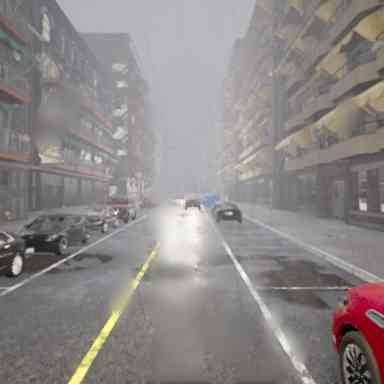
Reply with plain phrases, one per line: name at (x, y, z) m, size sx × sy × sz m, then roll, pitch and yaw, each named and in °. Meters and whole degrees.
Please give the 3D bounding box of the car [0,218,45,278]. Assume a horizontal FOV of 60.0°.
car at (-5.306, 1.520, 7.333) m, size 2.008 × 1.369 × 4.403 m, roll 1°, pitch 0°, yaw 0°

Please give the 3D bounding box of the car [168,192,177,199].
car at (-5.317, 0.959, 92.395) m, size 2.192 × 1.841 × 5.009 m, roll 1°, pitch 0°, yaw 0°

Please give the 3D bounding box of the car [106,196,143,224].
car at (-5.304, 1.216, 24.345) m, size 2.192 × 1.841 × 5.009 m, roll 1°, pitch 0°, yaw 0°

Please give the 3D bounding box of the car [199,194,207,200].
car at (2.569, 1.266, 81.084) m, size 1.802 × 1.307 × 4.206 m, roll 1°, pitch 0°, yaw 0°

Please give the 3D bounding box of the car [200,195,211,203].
car at (2.571, 1.272, 64.241) m, size 1.752 × 1.417 × 4.829 m, roll 1°, pitch 0°, yaw 0°

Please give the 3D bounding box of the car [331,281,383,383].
car at (2.577, 1.308, 1.692) m, size 2.192 × 1.841 × 5.009 m, roll 1°, pitch 0°, yaw 0°

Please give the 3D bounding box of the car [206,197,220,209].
car at (2.573, 1.429, 30.047) m, size 2.008 × 1.369 × 4.403 m, roll 1°, pitch 0°, yaw 0°

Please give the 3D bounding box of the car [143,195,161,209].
car at (-5.307, 1.274, 41.358) m, size 1.967 × 1.590 × 4.097 m, roll 1°, pitch 0°, yaw 0°

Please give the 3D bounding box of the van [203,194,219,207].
van at (2.575, 1.175, 41.388) m, size 1.690 × 1.788 × 3.998 m, roll 1°, pitch 0°, yaw 0°

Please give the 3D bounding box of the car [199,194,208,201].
car at (2.570, 1.230, 75.582) m, size 1.752 × 1.417 × 4.829 m, roll 1°, pitch 0°, yaw 0°

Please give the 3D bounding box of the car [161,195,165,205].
car at (-5.309, 1.394, 47.029) m, size 1.802 × 1.307 × 4.206 m, roll 1°, pitch 0°, yaw 0°

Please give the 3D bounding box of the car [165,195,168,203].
car at (-5.308, 1.231, 52.700) m, size 1.967 × 1.590 × 4.097 m, roll 1°, pitch 0°, yaw 0°

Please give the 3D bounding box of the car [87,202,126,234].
car at (-5.307, 1.474, 18.675) m, size 2.008 × 1.369 × 4.403 m, roll 1°, pitch 0°, yaw 0°

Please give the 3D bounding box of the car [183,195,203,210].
car at (0.096, 1.362, 40.737) m, size 1.812 × 1.442 × 4.674 m, roll 0°, pitch 0°, yaw 0°

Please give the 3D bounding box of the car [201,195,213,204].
car at (2.571, 1.313, 58.400) m, size 1.887 × 1.381 × 4.507 m, roll 1°, pitch 0°, yaw 0°

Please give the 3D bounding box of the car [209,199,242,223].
car at (2.573, 1.467, 24.376) m, size 1.947 × 1.339 × 4.313 m, roll 1°, pitch 0°, yaw 0°

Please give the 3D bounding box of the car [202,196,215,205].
car at (2.571, 1.356, 52.730) m, size 1.947 × 1.339 × 4.313 m, roll 1°, pitch 0°, yaw 0°

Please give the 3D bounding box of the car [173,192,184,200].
car at (-2.754, 1.111, 75.688) m, size 1.994 × 1.385 × 4.181 m, roll 0°, pitch 0°, yaw 0°

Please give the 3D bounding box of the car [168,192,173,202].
car at (-5.310, 1.298, 64.041) m, size 2.008 × 1.369 × 4.403 m, roll 1°, pitch 0°, yaw 0°

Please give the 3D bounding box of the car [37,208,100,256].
car at (-5.307, 1.512, 13.004) m, size 1.947 × 1.339 × 4.313 m, roll 1°, pitch 0°, yaw 0°
